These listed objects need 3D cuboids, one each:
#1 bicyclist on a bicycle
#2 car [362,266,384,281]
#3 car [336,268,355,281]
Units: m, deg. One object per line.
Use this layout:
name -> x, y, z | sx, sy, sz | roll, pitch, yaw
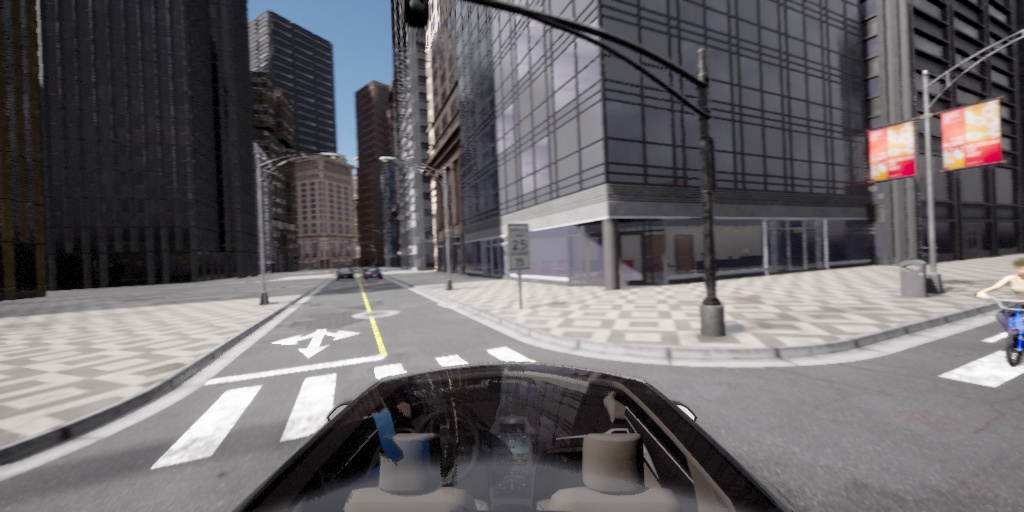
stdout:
bicyclist on a bicycle -> 7.959, 0.840, 5.576 | 1.509, 1.612, 0.866 | -2, 0, -24
car -> -16.157, 2.035, 41.879 | 1.812, 1.442, 4.674 | -2, 0, -23
car -> -20.315, 2.169, 43.795 | 1.882, 1.535, 5.008 | -2, 0, -24
